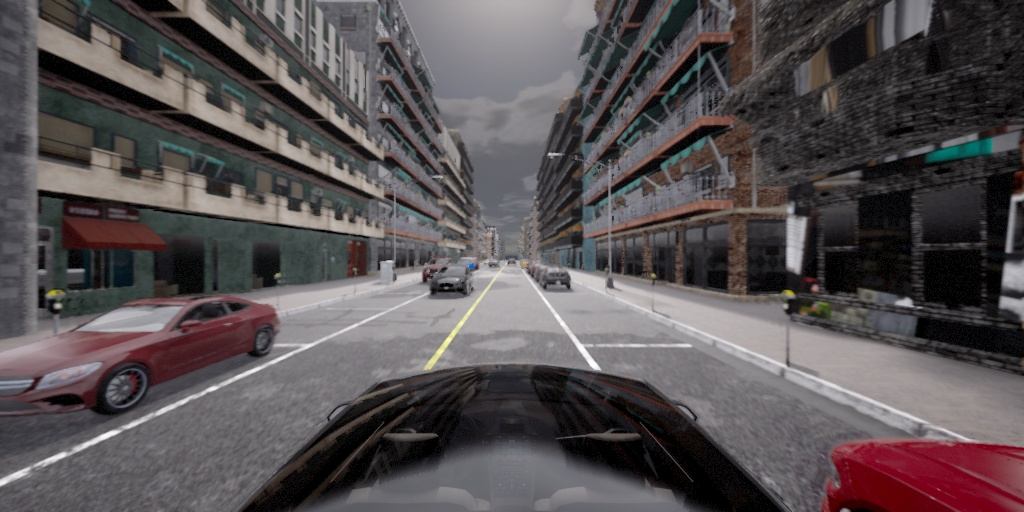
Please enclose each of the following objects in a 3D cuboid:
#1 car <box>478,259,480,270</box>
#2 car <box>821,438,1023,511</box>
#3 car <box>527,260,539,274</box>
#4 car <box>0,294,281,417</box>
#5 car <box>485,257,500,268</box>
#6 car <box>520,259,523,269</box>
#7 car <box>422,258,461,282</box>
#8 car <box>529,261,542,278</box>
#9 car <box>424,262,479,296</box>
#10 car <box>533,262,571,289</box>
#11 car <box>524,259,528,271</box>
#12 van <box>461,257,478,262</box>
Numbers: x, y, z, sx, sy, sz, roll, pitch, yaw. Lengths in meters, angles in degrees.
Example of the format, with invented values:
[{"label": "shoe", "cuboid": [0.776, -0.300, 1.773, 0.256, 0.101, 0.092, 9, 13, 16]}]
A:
[{"label": "car", "cuboid": [-5.709, 1.080, 51.247, 2.192, 1.841, 5.009, 0, 0, 0]}, {"label": "car", "cuboid": [2.691, 1.296, 0.271, 1.888, 1.381, 4.507, 0, 0, 0]}, {"label": "car", "cuboid": [2.678, 1.297, 34.246, 1.888, 1.381, 4.507, 0, 0, 0]}, {"label": "car", "cuboid": [-5.692, 1.332, 5.951, 1.802, 1.307, 4.207, 0, 0, 0]}, {"label": "car", "cuboid": [-3.046, 1.335, 61.622, 2.033, 1.411, 5.357, 0, 0, 1]}, {"label": "car", "cuboid": [2.328, 1.238, 58.707, 1.801, 1.575, 5.366, 0, 0, 0]}, {"label": "car", "cuboid": [-5.701, 1.065, 28.601, 2.192, 1.841, 5.009, 0, 0, 0]}, {"label": "car", "cuboid": [2.680, 1.302, 28.584, 2.007, 1.370, 4.403, 0, 0, 0]}, {"label": "car", "cuboid": [-3.105, 1.255, 19.334, 1.837, 1.490, 4.892, 0, 0, 0]}, {"label": "car", "cuboid": [2.682, 1.302, 22.921, 2.007, 1.370, 4.403, 0, 0, 0]}, {"label": "car", "cuboid": [2.676, 1.194, 39.906, 1.967, 1.591, 4.097, 0, 0, 0]}, {"label": "van", "cuboid": [-5.707, 1.097, 45.588, 1.690, 1.789, 3.998, 0, 0, 0]}]
